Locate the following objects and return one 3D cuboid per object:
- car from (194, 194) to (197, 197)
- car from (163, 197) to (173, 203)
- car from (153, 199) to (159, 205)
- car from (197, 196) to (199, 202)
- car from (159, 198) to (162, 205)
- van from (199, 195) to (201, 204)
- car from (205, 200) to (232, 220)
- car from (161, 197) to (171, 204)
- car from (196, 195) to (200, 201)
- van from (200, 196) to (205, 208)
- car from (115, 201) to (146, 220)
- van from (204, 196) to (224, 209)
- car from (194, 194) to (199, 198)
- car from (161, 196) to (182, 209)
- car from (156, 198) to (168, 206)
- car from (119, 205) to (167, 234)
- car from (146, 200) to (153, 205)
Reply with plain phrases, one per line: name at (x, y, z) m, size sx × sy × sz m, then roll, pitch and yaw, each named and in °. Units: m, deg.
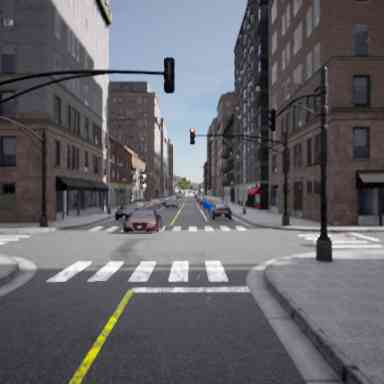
car at (2.225, 1.829, 91.842) m, size 1.967 × 1.590 × 4.097 m, roll 0°, pitch 0°, yaw 0°
car at (-5.749, 1.895, 80.440) m, size 2.008 × 1.369 × 4.403 m, roll 0°, pitch 0°, yaw 0°
car at (-5.569, 1.747, 40.665) m, size 1.947 × 1.339 × 4.313 m, roll 0°, pitch 0°, yaw 0°
car at (2.353, 1.857, 63.430) m, size 1.802 × 1.307 × 4.206 m, roll 0°, pitch 0°, yaw 0°
car at (-5.621, 1.779, 52.030) m, size 2.008 × 1.369 × 4.403 m, roll 0°, pitch 0°, yaw 0°
van at (2.404, 1.569, 52.067) m, size 1.690 × 1.788 × 3.998 m, roll 0°, pitch 0°, yaw 0°
car at (2.507, 1.683, 29.337) m, size 2.008 × 1.369 × 4.403 m, roll 0°, pitch 0°, yaw 0°
car at (-5.723, 1.866, 74.758) m, size 1.887 × 1.381 × 4.507 m, roll 0°, pitch 0°, yaw 0°
car at (2.326, 1.824, 69.283) m, size 1.752 × 1.417 × 4.829 m, roll 0°, pitch 0°, yaw 0°
van at (2.430, 1.546, 46.385) m, size 1.690 × 1.788 × 3.998 m, roll 0°, pitch 0°, yaw 0°
car at (-5.518, 1.699, 29.301) m, size 1.947 × 1.339 × 4.313 m, roll 0°, pitch 0°, yaw 0°
van at (2.481, 1.498, 35.020) m, size 1.690 × 1.788 × 3.998 m, roll 0°, pitch 0°, yaw 0°
car at (2.250, 1.911, 86.159) m, size 1.887 × 1.381 × 4.507 m, roll 0°, pitch 0°, yaw 0°
car at (-2.971, 1.764, 49.124) m, size 2.033 × 1.411 × 5.357 m, roll 0°, pitch 0°, yaw 0°
car at (-5.672, 1.841, 63.394) m, size 1.947 × 1.339 × 4.313 m, roll 0°, pitch 0°, yaw 0°
car at (-2.838, 1.699, 20.021) m, size 1.994 × 1.385 × 4.181 m, roll 0°, pitch 0°, yaw 0°
car at (-5.544, 1.739, 34.983) m, size 1.802 × 1.307 × 4.206 m, roll 0°, pitch 0°, yaw 0°
